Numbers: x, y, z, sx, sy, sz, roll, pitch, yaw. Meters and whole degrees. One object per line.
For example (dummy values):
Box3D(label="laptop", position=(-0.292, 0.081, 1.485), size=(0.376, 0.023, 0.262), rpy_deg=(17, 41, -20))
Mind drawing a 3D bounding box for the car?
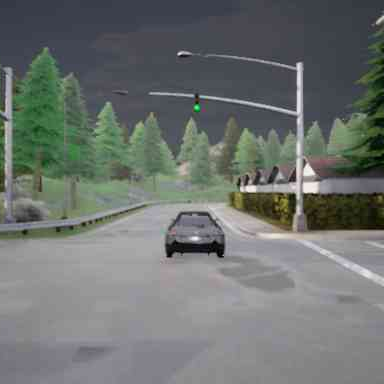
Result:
Box3D(label="car", position=(0.097, 1.402, 12.283), size=(1.994, 1.385, 4.181), rpy_deg=(0, 0, 0))
